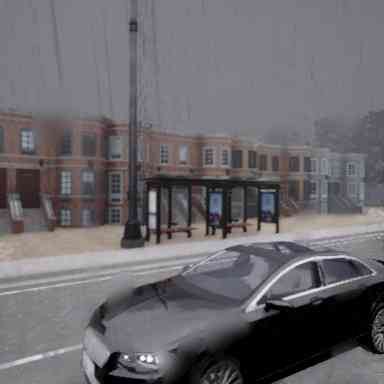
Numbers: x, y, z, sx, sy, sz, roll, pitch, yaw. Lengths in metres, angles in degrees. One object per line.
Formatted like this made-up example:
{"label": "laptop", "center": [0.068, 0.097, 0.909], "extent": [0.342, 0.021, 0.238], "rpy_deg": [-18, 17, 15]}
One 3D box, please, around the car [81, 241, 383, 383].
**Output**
{"label": "car", "center": [1.035, 1.515, 4.670], "extent": [4.902, 1.511, 2.128], "rpy_deg": [1, 0, -32]}
